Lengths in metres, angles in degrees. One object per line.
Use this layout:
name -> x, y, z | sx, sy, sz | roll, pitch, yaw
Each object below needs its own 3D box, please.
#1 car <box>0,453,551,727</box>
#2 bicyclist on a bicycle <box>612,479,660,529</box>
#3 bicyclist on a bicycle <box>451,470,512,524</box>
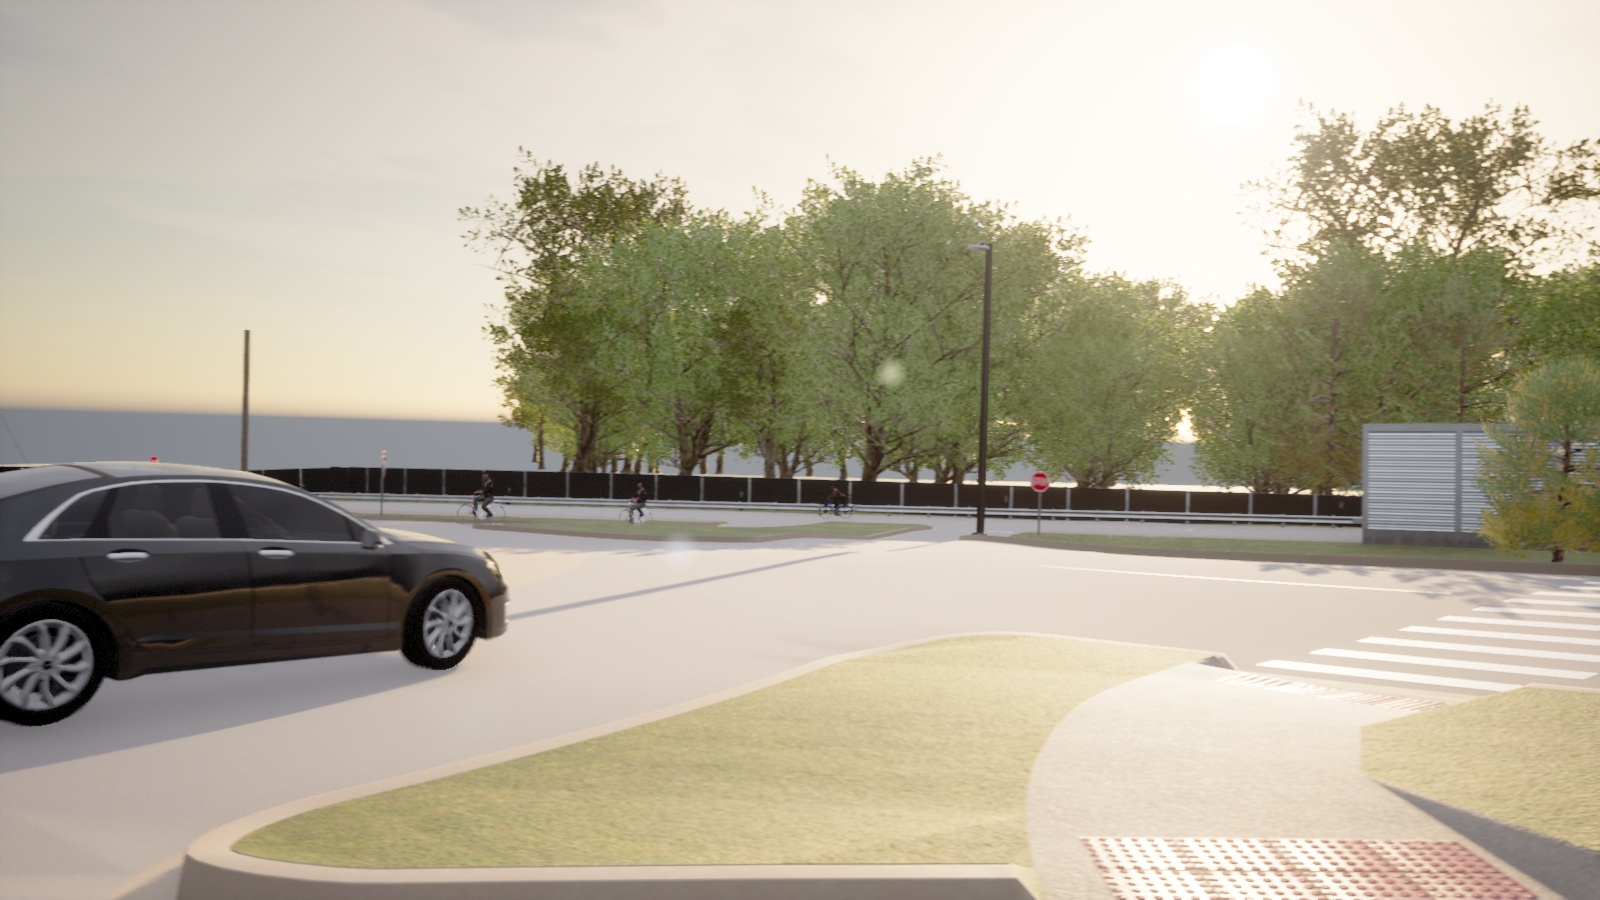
car -> -4.268, 0.839, 8.926 | 1.837, 1.490, 4.892 | 3, 0, 35
bicyclist on a bicycle -> -6.220, 2.056, 47.722 | 0.659, 1.776, 1.843 | -1, -5, 36
bicyclist on a bicycle -> -10.805, 1.590, 42.640 | 1.843, 1.776, 0.659 | 4, -2, -44
